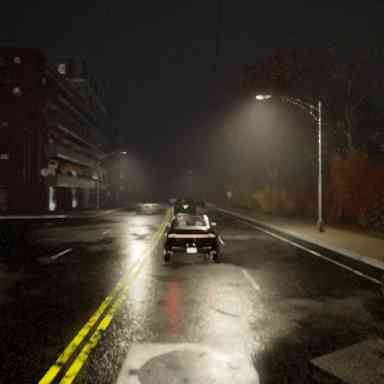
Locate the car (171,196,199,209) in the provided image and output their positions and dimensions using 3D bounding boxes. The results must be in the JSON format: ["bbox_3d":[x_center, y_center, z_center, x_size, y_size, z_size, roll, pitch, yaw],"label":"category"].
[{"bbox_3d":[-0.759,1.522,33.449,2.150,2.045,5.566,0,-1,-3],"label":"car"}]

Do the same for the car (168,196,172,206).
[{"bbox_3d":[-3.793,1.847,71.697,2.150,2.045,5.566,0,0,-6],"label":"car"}]

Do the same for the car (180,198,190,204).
[{"bbox_3d":[-1.772,2.190,82.780,1.882,1.535,5.008,0,0,-7],"label":"car"}]

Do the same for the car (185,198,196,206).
[{"bbox_3d":[-0.426,2.091,70.739,1.882,1.535,5.008,0,0,-6],"label":"car"}]

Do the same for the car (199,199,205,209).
[{"bbox_3d":[1.089,1.974,55.085,2.128,1.511,4.902,0,-1,-5],"label":"car"}]

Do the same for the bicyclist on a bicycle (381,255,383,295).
[{"bbox_3d":[4.090,1.509,6.351,0.582,1.620,1.656,0,-1,-1],"label":"bicyclist on a bicycle"}]

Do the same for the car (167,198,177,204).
[{"bbox_3d":[-5.011,2.204,82.512,2.033,1.411,5.357,0,0,-7],"label":"car"}]

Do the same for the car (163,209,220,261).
[{"bbox_3d":[-0.049,1.607,12.685,2.128,1.511,4.902,0,-1,-1],"label":"car"}]
